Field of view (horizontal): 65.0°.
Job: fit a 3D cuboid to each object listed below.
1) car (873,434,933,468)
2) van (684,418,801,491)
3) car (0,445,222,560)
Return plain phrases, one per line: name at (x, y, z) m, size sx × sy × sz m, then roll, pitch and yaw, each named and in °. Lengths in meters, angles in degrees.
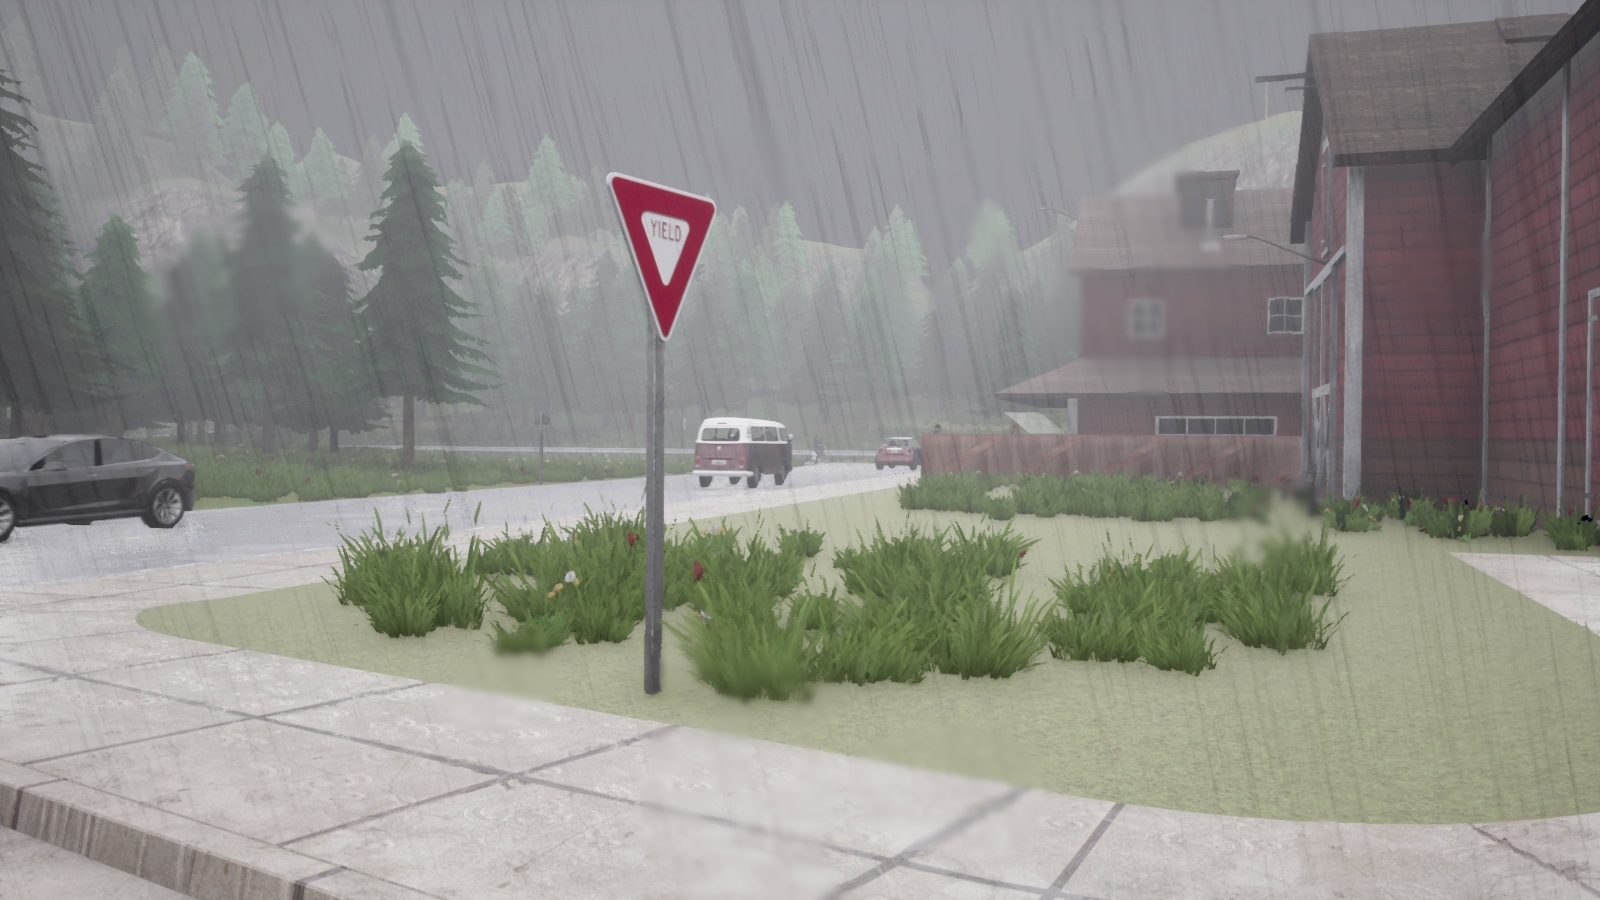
car at (4.790, 0.023, 58.161) m, size 1.970 × 1.475 × 3.806 m, roll 0°, pitch 1°, yaw 18°
van at (-1.630, 0.097, 37.677) m, size 2.069 × 2.038 × 4.480 m, roll 0°, pitch 1°, yaw 17°
car at (-11.253, 0.707, 18.664) m, size 2.163 × 1.488 × 4.792 m, roll 0°, pitch 1°, yaw 17°
